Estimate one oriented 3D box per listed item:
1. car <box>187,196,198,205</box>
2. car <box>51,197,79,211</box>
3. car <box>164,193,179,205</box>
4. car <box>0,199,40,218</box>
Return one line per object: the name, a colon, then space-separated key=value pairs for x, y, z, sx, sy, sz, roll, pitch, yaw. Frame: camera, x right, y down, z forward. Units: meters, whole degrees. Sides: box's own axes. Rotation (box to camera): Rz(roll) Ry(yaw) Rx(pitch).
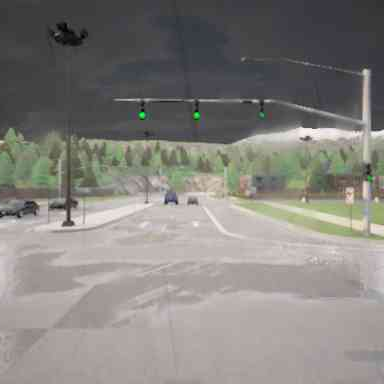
car: x=0.111 y=1.427 z=55.041 sx=2.033 sy=1.411 sz=5.357 roll=0 pitch=0 yaw=0
car: x=-15.061 y=1.390 z=39.614 sx=1.882 sy=1.535 sz=5.008 roll=0 pitch=0 yaw=0
car: x=-3.407 y=1.100 z=55.500 sx=2.150 sy=2.045 sz=5.566 roll=0 pitch=0 yaw=0
car: x=-15.086 y=1.440 z=29.185 sx=1.837 sy=1.490 sz=4.892 roll=0 pitch=0 yaw=0
